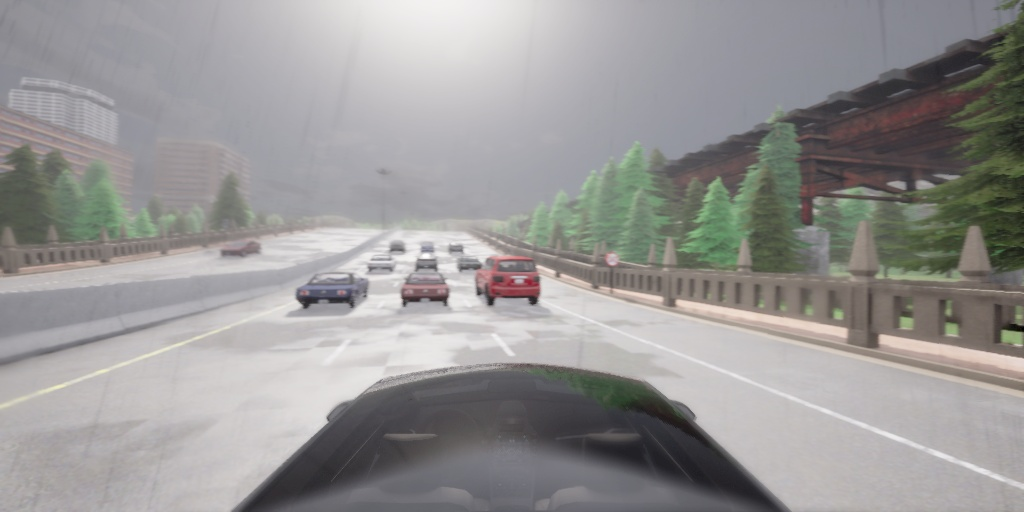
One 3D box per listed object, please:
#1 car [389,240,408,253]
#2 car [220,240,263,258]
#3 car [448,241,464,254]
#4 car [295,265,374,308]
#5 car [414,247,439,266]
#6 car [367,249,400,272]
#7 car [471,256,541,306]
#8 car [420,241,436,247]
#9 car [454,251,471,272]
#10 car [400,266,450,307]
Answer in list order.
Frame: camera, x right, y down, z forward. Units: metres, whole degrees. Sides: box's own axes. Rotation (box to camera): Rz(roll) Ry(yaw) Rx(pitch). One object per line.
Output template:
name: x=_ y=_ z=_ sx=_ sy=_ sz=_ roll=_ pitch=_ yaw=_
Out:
car: x=-13.963 y=-1.244 z=44.004 sx=1.837 sy=1.490 sz=4.892 roll=1 pitch=7 yaw=-13
car: x=-26.236 y=-0.737 z=34.902 sx=1.882 sy=1.535 sz=5.008 roll=1 pitch=6 yaw=-13
car: x=-7.146 y=-1.161 z=45.593 sx=2.128 sy=1.511 sz=4.902 roll=1 pitch=7 yaw=-13
car: x=-7.183 y=1.284 z=14.882 sx=1.895 sy=1.301 sz=4.718 roll=1 pitch=1 yaw=-13
car: x=-7.216 y=0.422 z=30.389 sx=2.128 sy=1.511 sz=4.902 roll=1 pitch=5 yaw=-13
car: x=-10.592 y=0.494 z=29.439 sx=1.895 sy=1.301 sz=4.718 roll=1 pitch=5 yaw=-13
car: x=-0.344 y=1.000 z=16.398 sx=2.150 sy=2.045 sz=5.566 roll=1 pitch=1 yaw=-13
car: x=-10.556 y=-1.155 z=44.801 sx=2.033 sy=1.411 sz=5.357 roll=1 pitch=7 yaw=-13
car: x=-3.775 y=0.594 z=31.026 sx=1.895 sy=1.301 sz=4.718 roll=1 pitch=5 yaw=-13
car: x=-3.779 y=1.334 z=15.696 sx=1.895 sy=1.301 sz=4.718 roll=1 pitch=1 yaw=-13
